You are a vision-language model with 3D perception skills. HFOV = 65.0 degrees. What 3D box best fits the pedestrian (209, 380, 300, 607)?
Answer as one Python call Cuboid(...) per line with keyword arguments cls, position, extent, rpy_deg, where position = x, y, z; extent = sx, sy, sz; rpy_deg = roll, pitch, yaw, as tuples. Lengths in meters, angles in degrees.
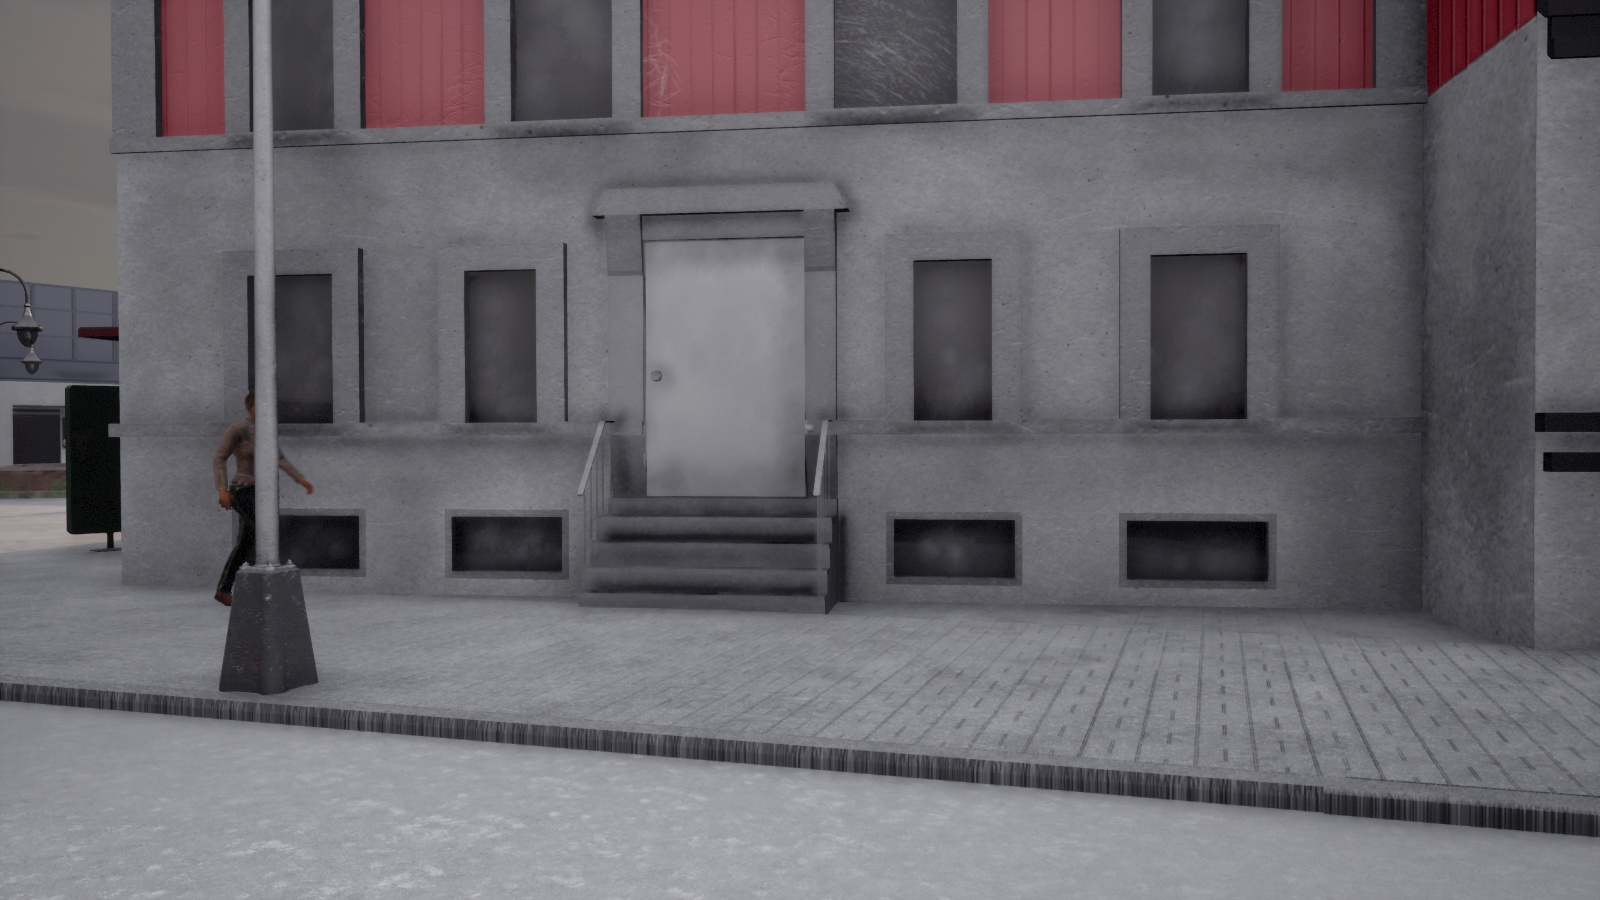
Cuboid(cls="pedestrian", position=(-4.544, 0.352, 10.463), extent=(0.634, 1.846, 0.331), rpy_deg=(1, 1, 20))
